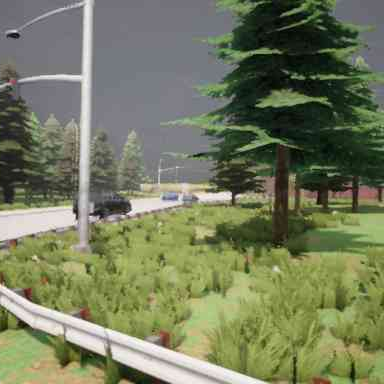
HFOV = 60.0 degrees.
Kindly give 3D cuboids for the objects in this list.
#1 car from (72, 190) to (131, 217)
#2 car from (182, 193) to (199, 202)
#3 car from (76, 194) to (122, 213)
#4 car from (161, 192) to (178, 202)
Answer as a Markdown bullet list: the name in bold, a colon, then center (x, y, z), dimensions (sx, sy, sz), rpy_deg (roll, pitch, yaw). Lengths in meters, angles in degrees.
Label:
- **car**: center (-6.345, 0.884, 23.964), dimensions (2.150, 2.045, 5.566), rpy_deg (2, 1, 14)
- **car**: center (-0.270, 0.941, 52.653), dimensions (2.033, 1.411, 5.357), rpy_deg (2, 1, 11)
- **car**: center (-8.504, 0.978, 30.955), dimensions (1.882, 1.535, 5.008), rpy_deg (2, 1, 13)
- **car**: center (-3.563, 0.756, 54.463), dimensions (1.882, 1.535, 5.008), rpy_deg (2, 1, 11)
